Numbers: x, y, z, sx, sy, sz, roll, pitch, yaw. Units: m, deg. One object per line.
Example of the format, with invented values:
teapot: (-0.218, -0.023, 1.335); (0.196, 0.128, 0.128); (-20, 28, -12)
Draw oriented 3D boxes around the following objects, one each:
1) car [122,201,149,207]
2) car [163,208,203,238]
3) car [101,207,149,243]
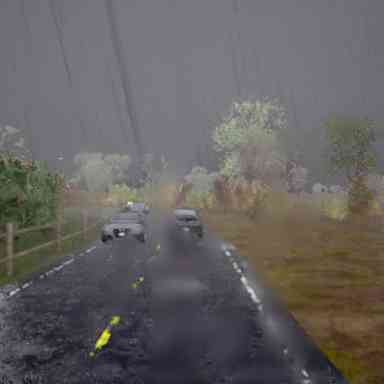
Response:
car: (-6.587, 1.791, 38.340); (2.033, 1.411, 5.357); (0, 0, -28)
car: (-0.512, 1.656, 18.862); (1.837, 1.490, 4.892); (0, 0, -6)
car: (-3.276, 1.702, 16.815); (1.994, 1.385, 4.181); (0, 0, -5)
